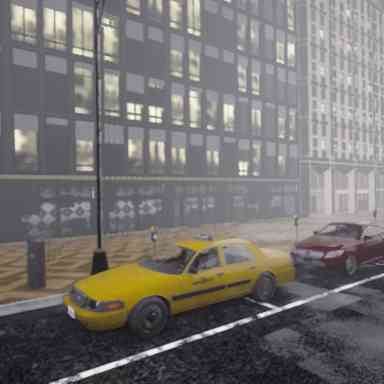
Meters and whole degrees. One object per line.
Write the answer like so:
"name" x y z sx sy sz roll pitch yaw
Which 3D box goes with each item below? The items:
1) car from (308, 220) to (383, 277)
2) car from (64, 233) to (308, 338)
"car" 4.774 1.550 10.115 4.206 1.307 1.802 -1 0 -36
"car" 0.046 1.544 6.648 4.829 1.417 1.752 -1 0 -36
